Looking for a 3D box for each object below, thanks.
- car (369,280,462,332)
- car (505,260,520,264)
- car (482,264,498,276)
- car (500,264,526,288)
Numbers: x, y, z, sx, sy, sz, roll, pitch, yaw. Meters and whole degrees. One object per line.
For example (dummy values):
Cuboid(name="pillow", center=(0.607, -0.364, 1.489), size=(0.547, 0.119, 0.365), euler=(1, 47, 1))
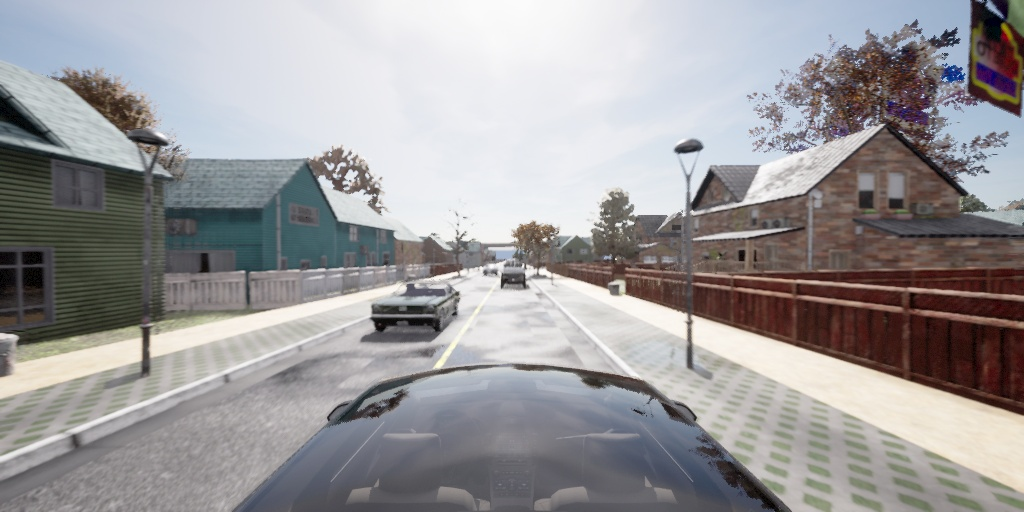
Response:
Cuboid(name="car", center=(-2.849, 1.478, 11.556), size=(1.895, 1.301, 4.718), euler=(0, -1, 0))
Cuboid(name="car", center=(0.098, 1.518, 43.076), size=(2.150, 2.045, 5.566), euler=(0, 0, 0))
Cuboid(name="car", center=(-2.835, 1.847, 47.753), size=(2.128, 1.511, 4.902), euler=(0, -1, 0))
Cuboid(name="car", center=(0.097, 1.568, 27.734), size=(1.882, 1.535, 5.008), euler=(0, -1, 0))
